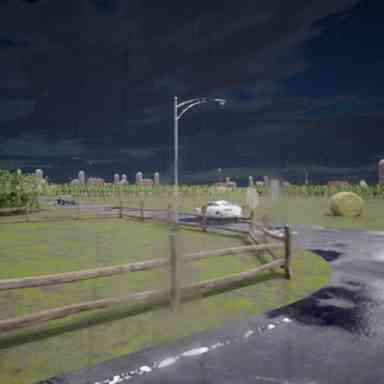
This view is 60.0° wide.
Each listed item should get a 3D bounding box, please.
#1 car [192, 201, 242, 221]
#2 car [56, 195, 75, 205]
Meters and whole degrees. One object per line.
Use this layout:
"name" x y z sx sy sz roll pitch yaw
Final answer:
"car" 1.885 1.384 25.650 1.812 1.442 4.674 -1 1 -35
"car" -18.960 1.163 49.781 1.837 1.490 4.892 -1 1 -36
